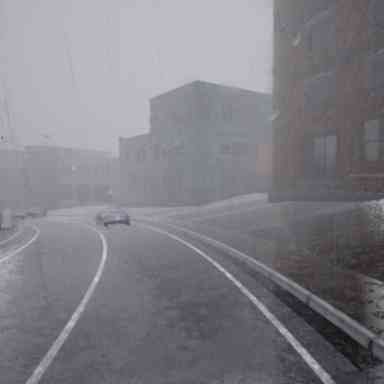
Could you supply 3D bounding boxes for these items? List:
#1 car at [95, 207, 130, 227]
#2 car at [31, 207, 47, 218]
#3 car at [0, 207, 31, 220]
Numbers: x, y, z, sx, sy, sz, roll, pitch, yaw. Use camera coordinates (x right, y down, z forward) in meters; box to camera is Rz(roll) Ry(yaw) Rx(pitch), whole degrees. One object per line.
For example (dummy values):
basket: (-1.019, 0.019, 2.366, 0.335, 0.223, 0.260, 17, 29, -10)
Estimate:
car: (-6.163, 1.875, 25.514, 1.994, 1.385, 4.181, -2, -1, -26)
car: (-21.965, 2.818, 46.149, 4.902, 1.511, 2.128, -4, 0, 41)
car: (-22.720, 2.877, 41.801, 5.357, 1.411, 2.033, -2, 0, 42)
